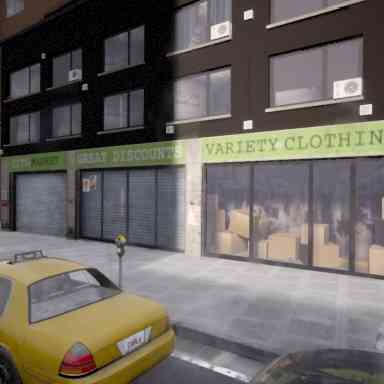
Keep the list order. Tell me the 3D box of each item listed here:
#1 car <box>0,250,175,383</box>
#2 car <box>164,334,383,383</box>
[{"bbox_3d":[-2.499,1.524,4.796,4.829,1.417,1.752,0,1,35],"label":"car"},{"bbox_3d":[2.239,1.551,1.527,4.403,1.369,2.008,0,1,35],"label":"car"}]
